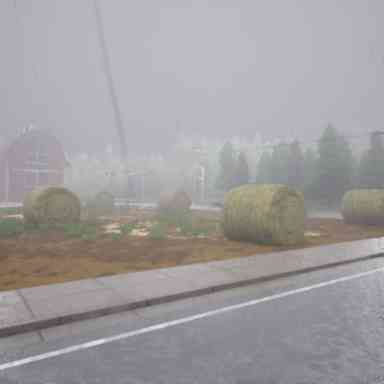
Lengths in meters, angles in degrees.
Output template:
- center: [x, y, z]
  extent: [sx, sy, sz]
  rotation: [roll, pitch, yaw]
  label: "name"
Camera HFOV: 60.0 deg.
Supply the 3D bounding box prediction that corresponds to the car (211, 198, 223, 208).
- center: [5.178, 1.756, 54.130]
  extent: [2.097, 1.767, 4.553]
  rotation: [1, 0, -38]
  label: "car"
